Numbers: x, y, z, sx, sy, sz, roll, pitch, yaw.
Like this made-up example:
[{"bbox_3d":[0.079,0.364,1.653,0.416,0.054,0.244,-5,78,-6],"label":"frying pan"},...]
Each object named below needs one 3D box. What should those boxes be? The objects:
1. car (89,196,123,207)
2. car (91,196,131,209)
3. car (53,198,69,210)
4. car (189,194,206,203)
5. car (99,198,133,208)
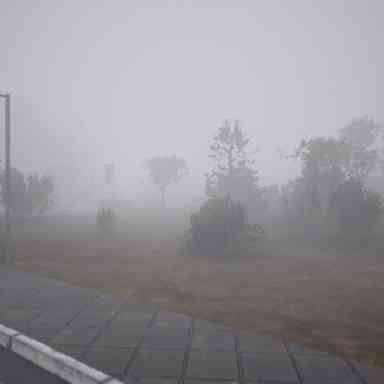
[{"bbox_3d":[-13.413,1.397,52.063,1.882,1.535,5.008,0,1,39],"label":"car"},{"bbox_3d":[-9.204,1.465,40.245,2.128,1.511,4.902,0,0,39],"label":"car"},{"bbox_3d":[-17.685,1.484,41.197,2.128,1.511,4.902,0,0,39],"label":"car"},{"bbox_3d":[1.510,1.177,59.482,2.128,1.511,4.902,0,1,37],"label":"car"},{"bbox_3d":[-11.215,1.529,49.217,1.895,1.301,4.718,0,1,39],"label":"car"}]
